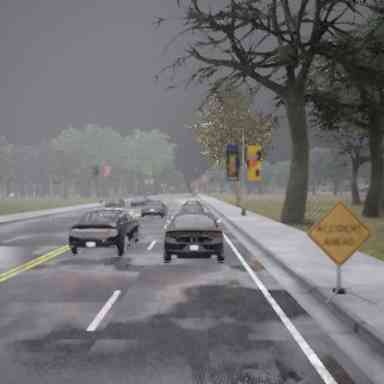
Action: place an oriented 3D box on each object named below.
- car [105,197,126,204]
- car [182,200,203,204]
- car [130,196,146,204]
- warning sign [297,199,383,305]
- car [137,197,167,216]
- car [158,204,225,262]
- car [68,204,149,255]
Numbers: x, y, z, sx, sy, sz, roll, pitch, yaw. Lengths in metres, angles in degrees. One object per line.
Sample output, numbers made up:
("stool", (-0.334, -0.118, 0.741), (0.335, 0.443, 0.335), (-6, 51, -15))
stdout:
("car", (-9.887, 1.342, 43.065), (1.994, 1.385, 4.181), (0, 0, 0))
("car", (0.054, 1.414, 28.749), (1.994, 1.385, 4.181), (0, 0, 0))
("car", (-6.640, 1.257, 42.605), (1.882, 1.535, 5.008), (0, 0, 0))
("warning sign", (2.843, 1.079, 6.434), (1.300, 1.860, 1.060), (0, 0, 0))
("car", (-3.196, 1.414, 28.694), (1.994, 1.385, 4.181), (0, 0, 0))
("car", (0.069, 1.414, 11.891), (1.882, 1.535, 5.008), (0, 0, 0))
("car", (-3.179, 1.422, 12.903), (2.128, 1.511, 4.902), (0, 0, 0))
